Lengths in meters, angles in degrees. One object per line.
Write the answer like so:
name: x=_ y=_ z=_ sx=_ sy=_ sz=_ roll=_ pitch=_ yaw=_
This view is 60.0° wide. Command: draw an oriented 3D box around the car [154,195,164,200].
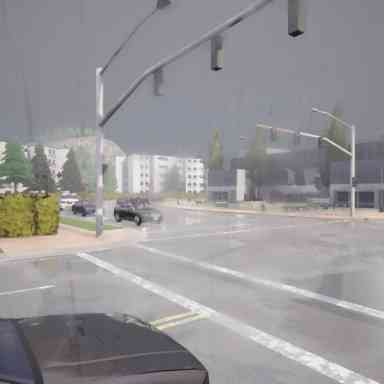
car: x=-7.579 y=1.354 z=70.916 sx=2.097 sy=1.767 sz=4.553 roll=0 pitch=0 yaw=17

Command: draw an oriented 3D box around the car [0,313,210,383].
car: x=-2.385 y=1.547 z=2.063 sx=5.357 sy=1.411 sz=2.033 roll=0 pitch=0 yaw=-35

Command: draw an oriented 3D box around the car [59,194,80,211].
car: x=-15.312 y=1.221 z=41.389 sx=2.150 sy=2.045 sz=5.566 roll=0 pitch=0 yaw=-23

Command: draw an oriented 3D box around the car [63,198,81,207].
car: x=-18.297 y=1.601 z=50.807 sx=1.895 sy=1.301 sz=4.718 roll=0 pitch=0 yaw=-11

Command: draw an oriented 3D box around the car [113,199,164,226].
car: x=-3.914 y=1.492 z=23.805 sx=2.128 sy=1.511 sz=4.902 roll=0 pitch=0 yaw=-39

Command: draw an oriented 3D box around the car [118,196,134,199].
car: x=-12.099 y=1.491 z=58.833 sx=2.128 sy=1.511 sz=4.902 roll=0 pitch=0 yaw=-4

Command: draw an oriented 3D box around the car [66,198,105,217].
car: x=-10.176 y=1.547 z=32.196 sx=2.033 sy=1.411 sz=5.357 roll=0 pitch=0 yaw=-35

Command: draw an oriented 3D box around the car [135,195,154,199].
car: x=-8.671 y=1.505 z=61.150 sx=1.837 sy=1.490 sz=4.892 roll=0 pitch=0 yaw=-1
